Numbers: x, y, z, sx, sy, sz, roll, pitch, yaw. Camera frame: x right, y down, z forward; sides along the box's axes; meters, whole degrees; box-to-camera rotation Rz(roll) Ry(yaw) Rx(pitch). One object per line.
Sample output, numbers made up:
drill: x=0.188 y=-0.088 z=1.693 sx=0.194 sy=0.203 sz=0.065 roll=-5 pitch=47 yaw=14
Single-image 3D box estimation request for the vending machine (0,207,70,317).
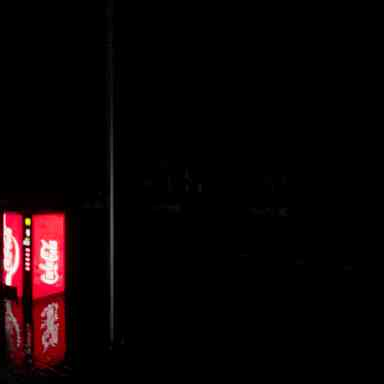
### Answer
vending machine: x=-3.416 y=1.415 z=7.241 sx=0.880 sy=2.100 sz=1.100 roll=0 pitch=0 yaw=35
